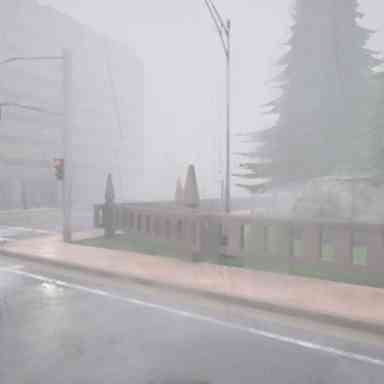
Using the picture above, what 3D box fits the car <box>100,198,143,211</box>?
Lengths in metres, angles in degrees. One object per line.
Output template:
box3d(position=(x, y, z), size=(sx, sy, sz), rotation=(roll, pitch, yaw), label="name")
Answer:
box3d(position=(-6.855, 1.294, 33.156), size=(2.033, 1.411, 5.357), rotation=(0, 1, 33), label="car")

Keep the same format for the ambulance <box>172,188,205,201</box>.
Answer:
box3d(position=(-0.425, 0.654, 49.487), size=(2.351, 2.431, 6.366), rotation=(0, 1, 33), label="ambulance")
